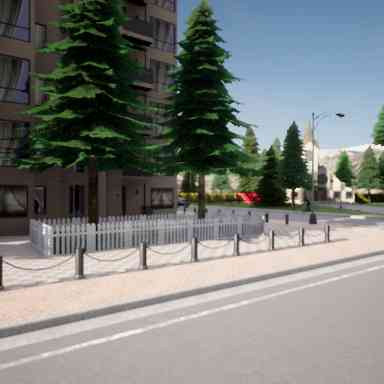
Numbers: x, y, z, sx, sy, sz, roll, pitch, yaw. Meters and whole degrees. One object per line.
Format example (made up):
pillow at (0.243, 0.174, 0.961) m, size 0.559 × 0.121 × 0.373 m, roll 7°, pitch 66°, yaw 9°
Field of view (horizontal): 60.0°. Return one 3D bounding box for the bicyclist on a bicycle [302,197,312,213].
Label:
bicyclist on a bicycle at (12.026, 1.351, 34.858) m, size 1.656 × 1.620 × 0.582 m, roll 0°, pitch 0°, yaw -35°

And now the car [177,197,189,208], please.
car at (-2.251, 1.547, 48.569) m, size 1.837 × 1.490 × 4.892 m, roll 0°, pitch 0°, yaw -35°
